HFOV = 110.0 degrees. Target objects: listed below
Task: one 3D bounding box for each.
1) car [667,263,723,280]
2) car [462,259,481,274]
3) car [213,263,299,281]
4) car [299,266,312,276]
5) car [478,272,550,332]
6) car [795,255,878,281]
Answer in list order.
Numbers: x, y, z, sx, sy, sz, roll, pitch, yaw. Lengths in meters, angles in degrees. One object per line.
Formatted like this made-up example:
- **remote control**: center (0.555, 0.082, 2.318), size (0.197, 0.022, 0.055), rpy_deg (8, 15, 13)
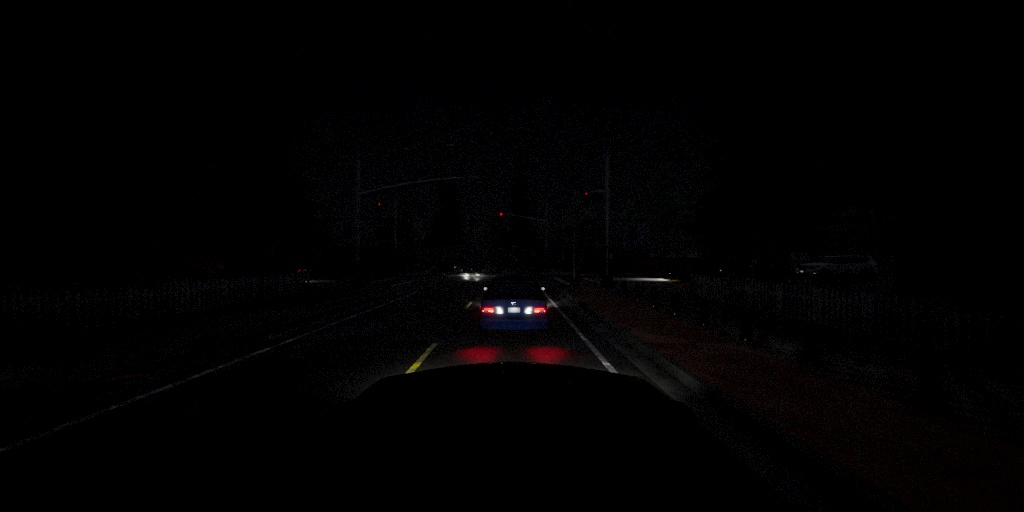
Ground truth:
- **car**: center (15.324, 1.299, 30.211), size (4.181, 1.385, 1.994), rpy_deg (0, 0, 2)
- **car**: center (-4.504, 1.280, 40.888), size (1.994, 1.385, 4.181), rpy_deg (0, 0, -3)
- **car**: center (-19.834, 1.282, 27.549), size (5.357, 1.411, 2.033), rpy_deg (0, 0, 2)
- **car**: center (-20.399, 1.282, 31.136), size (5.357, 1.411, 2.033), rpy_deg (0, 0, 4)
- **car**: center (0.065, 1.297, 10.800), size (2.033, 1.411, 5.357), rpy_deg (0, 0, 0)
- **car**: center (26.947, 0.958, 29.865), size (5.566, 2.045, 2.150), rpy_deg (0, 0, 1)
